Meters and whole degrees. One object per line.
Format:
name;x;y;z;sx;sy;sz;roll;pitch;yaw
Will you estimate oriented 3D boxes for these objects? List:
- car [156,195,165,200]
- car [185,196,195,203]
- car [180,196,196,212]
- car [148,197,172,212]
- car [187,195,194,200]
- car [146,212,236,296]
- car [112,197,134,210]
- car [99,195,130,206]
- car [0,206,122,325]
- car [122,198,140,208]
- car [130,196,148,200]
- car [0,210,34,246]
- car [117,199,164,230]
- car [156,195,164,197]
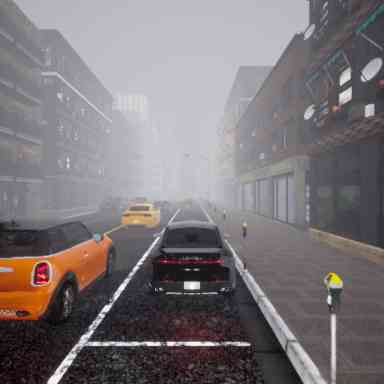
car;-8.834;1.539;93.519;2.008;1.369;4.403;0;0;0
car;-0.453;1.545;70.970;2.008;1.369;4.403;0;0;0
car;-0.454;1.525;37.323;1.752;1.417;4.829;0;0;0
car;-3.104;1.547;34.174;2.033;1.411;5.357;0;0;1
car;-0.452;1.513;93.685;1.752;1.417;4.829;0;0;0
car;0.001;1.504;8.649;1.837;1.490;4.892;0;0;0
car;-8.834;1.439;42.793;1.967;1.590;4.097;0;0;0
car;-8.833;1.314;37.157;2.192;1.841;5.009;0;0;0
car;-3.145;1.352;7.283;2.097;1.767;4.553;0;0;0
car;-8.834;1.543;48.430;1.887;1.381;4.507;0;0;0
car;-6.214;1.350;40.569;2.097;1.767;4.553;0;0;0
car;-8.835;1.583;14.612;1.802;1.307;4.206;0;0;0
car;-3.088;1.478;21.002;1.882;1.535;5.008;0;0;0
car;-8.834;1.541;87.882;2.008;1.369;4.403;0;0;0
